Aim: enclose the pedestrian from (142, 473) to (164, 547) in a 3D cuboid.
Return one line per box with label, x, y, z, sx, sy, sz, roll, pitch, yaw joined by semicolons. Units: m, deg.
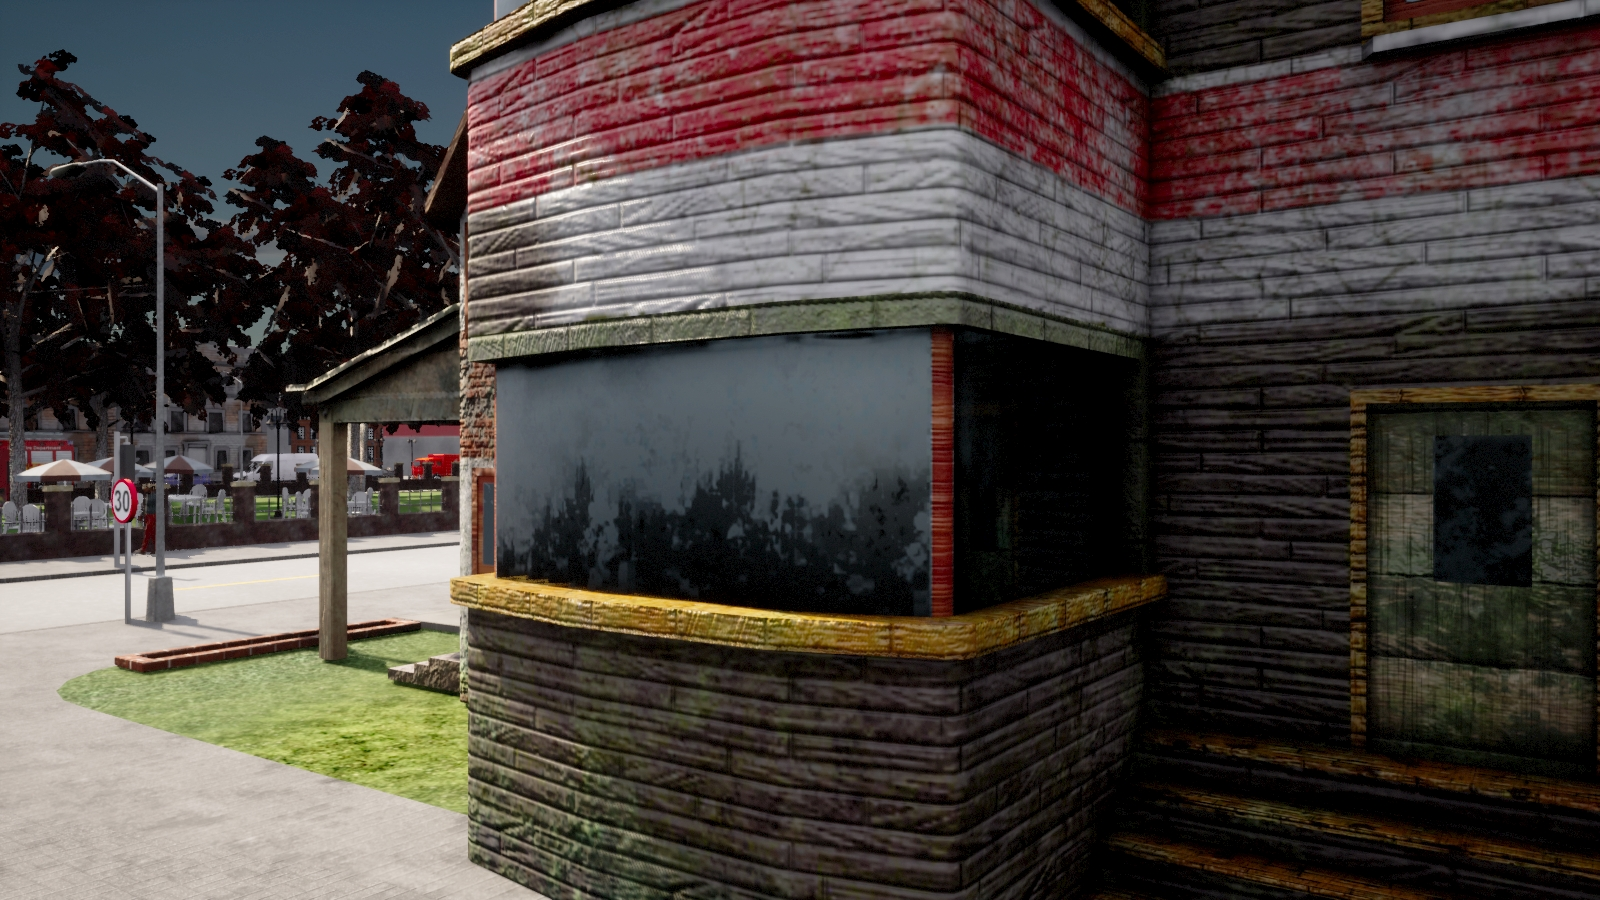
pedestrian;-16.489;1.517;29.118;0.375;1.860;0.375;0;0;36
